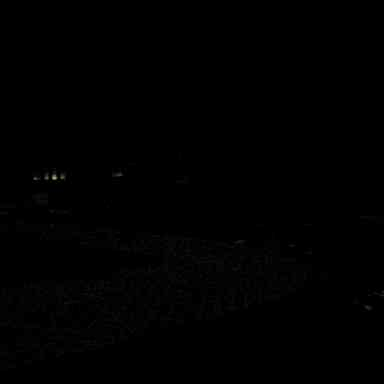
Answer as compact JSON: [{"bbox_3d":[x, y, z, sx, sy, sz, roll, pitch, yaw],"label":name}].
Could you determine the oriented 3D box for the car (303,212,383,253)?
[{"bbox_3d":[6.666,1.542,12.277,4.902,1.511,2.128,1,1,34],"label":"car"}]
